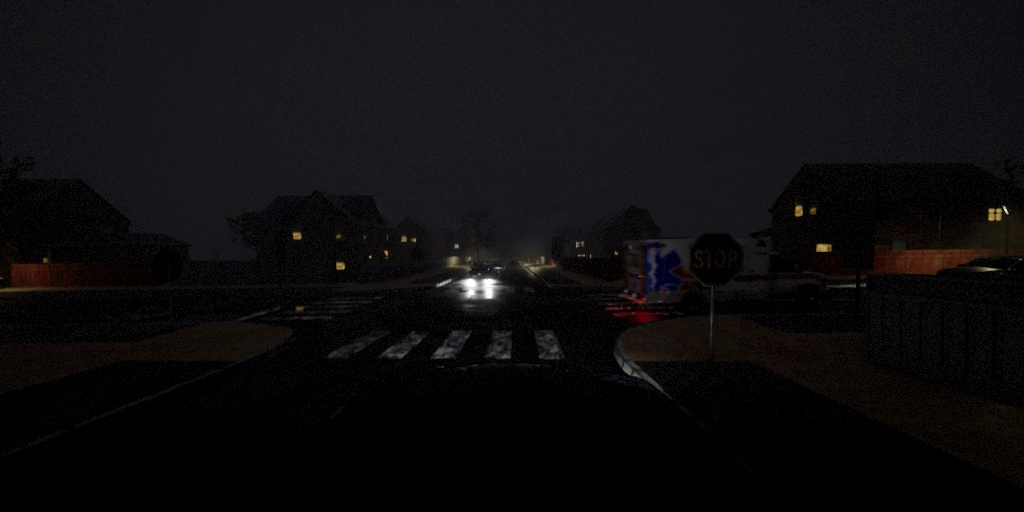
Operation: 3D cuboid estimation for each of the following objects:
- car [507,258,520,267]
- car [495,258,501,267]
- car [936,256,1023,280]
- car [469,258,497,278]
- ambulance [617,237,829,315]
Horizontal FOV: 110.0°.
[{"bbox_3d":[0.268,0.961,56.934,2.033,1.411,5.357,0,0,0],"label":"car"},{"bbox_3d":[-2.535,0.969,54.042,2.033,1.411,5.357,0,0,0],"label":"car"},{"bbox_3d":[20.857,0.748,15.121,4.892,1.490,1.837,-1,2,1],"label":"car"},{"bbox_3d":[-2.591,1.125,30.798,1.895,1.301,4.718,0,0,0],"label":"car"},{"bbox_3d":[7.105,0.610,12.412,6.366,2.431,2.351,-1,2,1],"label":"ambulance"}]
